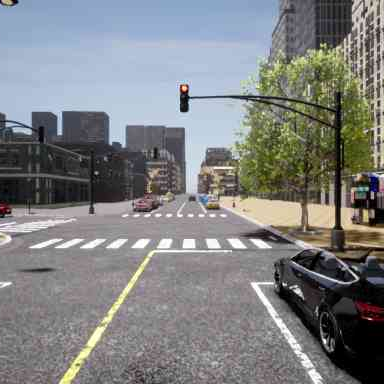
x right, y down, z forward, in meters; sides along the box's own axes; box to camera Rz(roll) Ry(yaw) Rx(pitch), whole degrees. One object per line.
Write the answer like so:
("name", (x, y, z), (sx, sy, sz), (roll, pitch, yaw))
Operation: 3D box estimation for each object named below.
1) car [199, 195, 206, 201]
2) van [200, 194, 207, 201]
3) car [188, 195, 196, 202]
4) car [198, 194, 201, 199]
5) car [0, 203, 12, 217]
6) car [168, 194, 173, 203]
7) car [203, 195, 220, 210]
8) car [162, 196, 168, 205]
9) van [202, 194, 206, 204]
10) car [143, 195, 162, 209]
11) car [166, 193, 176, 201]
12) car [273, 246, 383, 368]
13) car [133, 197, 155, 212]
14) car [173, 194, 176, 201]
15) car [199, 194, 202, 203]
("car", (2.780, 1.534, 88.371), (1.752, 1.417, 4.829), (0, 0, 0))
("van", (2.776, 1.349, 82.651), (1.690, 1.788, 3.998), (0, 0, 0))
("car", (0.079, 1.508, 79.979), (1.837, 1.490, 4.892), (0, 0, 0))
("car", (2.763, 1.572, 71.549), (1.947, 1.339, 4.313), (0, 0, 0))
("car", (-17.242, 1.371, 27.262), (4.507, 1.381, 1.887), (1, -1, -1))
("car", (-5.617, 1.532, 71.384), (1.752, 1.417, 4.829), (0, 0, 0))
("car", (2.737, 1.528, 43.963), (1.752, 1.417, 4.829), (0, 0, 0))
("car", (-5.633, 1.555, 54.901), (2.008, 1.369, 4.403), (0, 0, 0))
("van", (2.743, 1.345, 49.345), (1.690, 1.788, 3.998), (0, 0, 0))
("car", (-5.643, 1.318, 43.799), (2.192, 1.841, 5.009), (0, 0, 0))
("car", (-5.600, 1.324, 88.207), (2.192, 1.841, 5.009), (0, 0, 0))
("car", (2.700, 1.566, 5.764), (1.947, 1.339, 4.313), (0, 0, 0))
("car", (-5.649, 1.585, 38.248), (1.802, 1.307, 4.206), (0, 0, 0))
("car", (-5.607, 1.559, 82.656), (2.008, 1.369, 4.403), (0, 0, 0))
("car", (2.752, 1.556, 60.447), (2.008, 1.369, 4.403), (0, 0, 0))
